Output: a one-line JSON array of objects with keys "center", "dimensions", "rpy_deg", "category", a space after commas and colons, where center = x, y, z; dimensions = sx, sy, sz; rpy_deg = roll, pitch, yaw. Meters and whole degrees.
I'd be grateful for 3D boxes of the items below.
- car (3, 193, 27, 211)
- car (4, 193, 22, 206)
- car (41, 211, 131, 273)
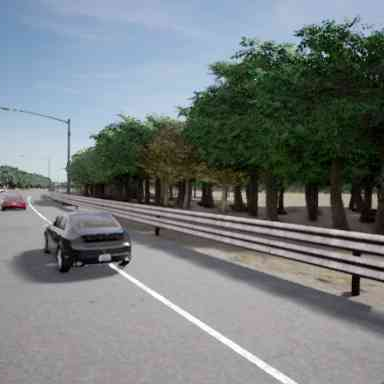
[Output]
[{"center": [-17.030, 1.029, 31.970], "dimensions": [1.994, 1.385, 4.181], "rpy_deg": [0, 1, -28], "category": "car"}, {"center": [-21.968, 0.843, 40.968], "dimensions": [1.812, 1.442, 4.674], "rpy_deg": [0, 1, -27], "category": "car"}, {"center": [-3.411, 1.360, 10.390], "dimensions": [1.837, 1.490, 4.892], "rpy_deg": [0, 1, -31], "category": "car"}]
